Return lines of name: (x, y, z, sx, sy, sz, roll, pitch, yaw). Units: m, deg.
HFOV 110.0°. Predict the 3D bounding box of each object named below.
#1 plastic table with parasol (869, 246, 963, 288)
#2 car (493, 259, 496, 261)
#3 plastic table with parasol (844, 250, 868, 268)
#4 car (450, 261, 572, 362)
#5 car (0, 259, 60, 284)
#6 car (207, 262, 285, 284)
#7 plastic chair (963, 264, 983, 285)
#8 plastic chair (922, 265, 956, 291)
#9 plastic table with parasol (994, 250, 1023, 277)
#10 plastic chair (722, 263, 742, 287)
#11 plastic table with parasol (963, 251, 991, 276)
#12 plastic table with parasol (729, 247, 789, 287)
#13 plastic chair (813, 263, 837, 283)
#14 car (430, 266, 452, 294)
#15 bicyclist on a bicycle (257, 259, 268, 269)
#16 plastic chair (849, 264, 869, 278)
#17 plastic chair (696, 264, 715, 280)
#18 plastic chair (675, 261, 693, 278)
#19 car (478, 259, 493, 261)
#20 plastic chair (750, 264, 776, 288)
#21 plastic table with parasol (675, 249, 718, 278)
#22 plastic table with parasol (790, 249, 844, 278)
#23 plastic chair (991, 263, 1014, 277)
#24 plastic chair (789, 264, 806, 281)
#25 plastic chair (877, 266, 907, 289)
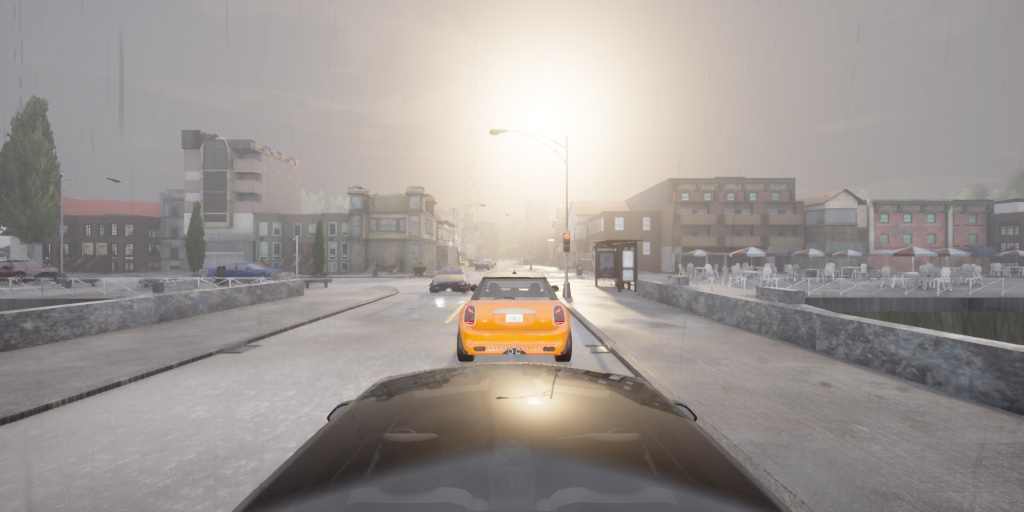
plastic table with parasol: (23.802, 0.675, 21.281, 2.482, 2.480, 2.482, 0, 0, 0)
car: (-4.071, 1.228, 60.704, 1.882, 1.535, 5.008, 0, 0, 0)
plastic table with parasol: (30.234, 0.675, 32.199, 2.482, 2.480, 2.482, 0, 0, 0)
car: (0.061, 1.102, 8.375, 2.097, 1.767, 4.553, 0, 0, 1)
car: (-35.952, 1.101, 26.198, 4.553, 1.767, 2.097, 0, 0, 0)
car: (-19.278, 1.228, 26.184, 5.008, 1.535, 1.882, 0, 0, 0)
plastic chair: (30.502, 1.279, 23.829, 0.750, 1.272, 0.730, 0, 0, 0)
plastic chair: (23.701, 1.279, 19.931, 0.750, 1.272, 0.730, 0, 0, 0)
plastic table with parasol: (46.705, 0.675, 33.205, 2.482, 2.480, 2.482, 0, 0, 0)
plastic chair: (13.902, 1.279, 22.833, 0.730, 1.272, 0.750, 0, 0, 0)
plastic table with parasol: (30.513, 0.675, 25.109, 2.482, 2.480, 2.482, 0, 0, 0)
plastic table with parasol: (15.172, 0.675, 22.693, 2.482, 2.480, 2.482, 0, 0, 0)
plastic chair: (22.803, 1.279, 26.131, 0.750, 1.272, 0.730, 0, 0, 0)
car: (-3.393, 1.297, 20.408, 2.033, 1.411, 5.357, 0, 0, -6)
bicyclist on a bicycle: (-24.014, 1.099, 34.583, 0.582, 1.620, 1.656, 0, 0, 0)
plastic chair: (29.904, 1.279, 30.829, 0.750, 1.272, 0.730, 0, 0, 0)
plastic chair: (15.804, 1.279, 29.233, 0.750, 1.272, 0.730, 0, 0, 0)
plastic chair: (14.704, 1.279, 30.633, 0.730, 1.272, 0.750, 0, 0, 0)
car: (-4.091, 1.228, 51.054, 1.882, 1.535, 5.008, 0, 0, 0)
plastic chair: (15.002, 1.279, 21.433, 0.750, 1.272, 0.730, 0, 0, 0)
plastic table with parasol: (15.924, 0.675, 30.513, 2.482, 2.480, 2.482, 0, 0, 0)
plastic table with parasol: (22.903, 0.675, 27.481, 2.482, 2.480, 2.482, 0, 0, 0)
plastic chair: (45.505, 1.279, 33.325, 0.730, 1.272, 0.750, 0, 0, 0)
plastic chair: (21.703, 1.279, 27.531, 0.730, 1.272, 0.750, 0, 0, 0)
plastic chair: (22.602, 1.279, 21.331, 0.730, 1.272, 0.750, 0, 0, 0)
